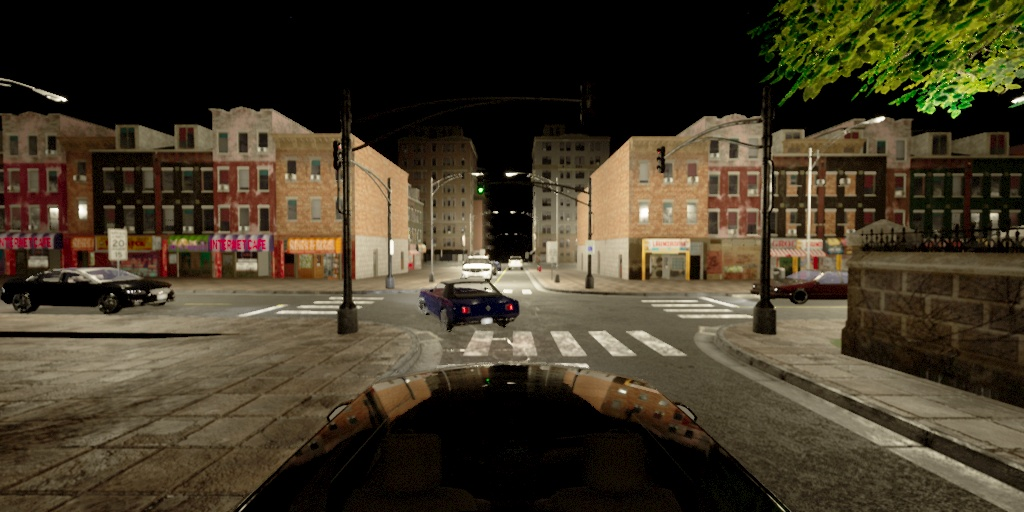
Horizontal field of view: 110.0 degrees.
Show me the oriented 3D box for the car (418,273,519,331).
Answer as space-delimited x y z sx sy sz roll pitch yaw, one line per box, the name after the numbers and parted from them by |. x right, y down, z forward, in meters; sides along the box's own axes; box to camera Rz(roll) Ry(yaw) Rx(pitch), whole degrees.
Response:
-1.606 1.394 11.308 1.895 1.301 4.718 0 0 -26 | car

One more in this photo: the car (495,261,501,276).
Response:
-2.550 1.362 38.649 2.033 1.411 5.357 0 0 1 | car

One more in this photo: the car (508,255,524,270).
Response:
0.562 1.071 53.826 2.150 2.045 5.566 0 0 1 | car

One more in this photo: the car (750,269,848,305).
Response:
13.573 1.298 15.659 5.357 1.411 2.033 0 1 1 | car

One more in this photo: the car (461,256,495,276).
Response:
-2.698 1.014 28.407 2.150 2.045 5.566 0 0 -2 | car

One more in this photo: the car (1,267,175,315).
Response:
-14.990 1.175 12.865 4.902 1.511 2.128 1 1 0 | car
